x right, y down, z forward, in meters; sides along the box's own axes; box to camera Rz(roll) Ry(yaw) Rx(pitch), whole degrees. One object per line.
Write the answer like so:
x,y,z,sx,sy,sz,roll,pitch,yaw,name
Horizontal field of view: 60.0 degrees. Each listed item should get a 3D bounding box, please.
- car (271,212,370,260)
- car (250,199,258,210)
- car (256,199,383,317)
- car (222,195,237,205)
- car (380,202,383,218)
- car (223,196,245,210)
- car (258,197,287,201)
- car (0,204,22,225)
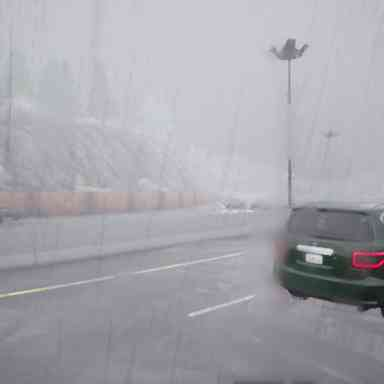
5.294,1.602,13.288,4.718,1.301,1.895,0,0,-44,car
8.954,1.605,43.268,1.994,1.385,4.181,0,0,23,car
4.088,1.218,7.416,5.566,2.045,2.150,0,0,-41,car
6.755,1.435,59.424,2.097,1.767,4.553,0,0,12,car
17.997,1.572,29.787,1.895,1.301,4.718,0,0,31,car
5.894,1.564,44.934,1.837,1.490,4.892,0,0,23,car
8.900,1.552,35.425,1.812,1.442,4.674,0,0,29,car
-14.873,1.625,23.665,4.892,1.490,1.837,0,0,-38,car
